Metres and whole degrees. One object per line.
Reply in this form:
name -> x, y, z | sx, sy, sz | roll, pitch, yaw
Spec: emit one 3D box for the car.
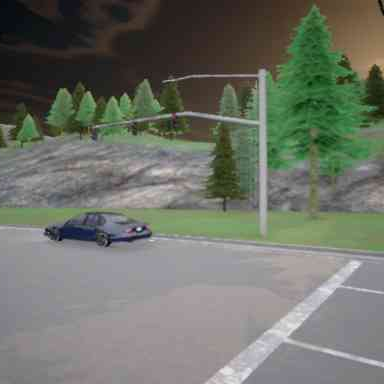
car -> -4.328, 1.584, 14.979 | 5.357, 1.411, 2.033 | 0, 0, 31
